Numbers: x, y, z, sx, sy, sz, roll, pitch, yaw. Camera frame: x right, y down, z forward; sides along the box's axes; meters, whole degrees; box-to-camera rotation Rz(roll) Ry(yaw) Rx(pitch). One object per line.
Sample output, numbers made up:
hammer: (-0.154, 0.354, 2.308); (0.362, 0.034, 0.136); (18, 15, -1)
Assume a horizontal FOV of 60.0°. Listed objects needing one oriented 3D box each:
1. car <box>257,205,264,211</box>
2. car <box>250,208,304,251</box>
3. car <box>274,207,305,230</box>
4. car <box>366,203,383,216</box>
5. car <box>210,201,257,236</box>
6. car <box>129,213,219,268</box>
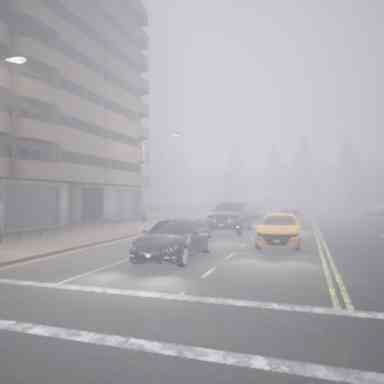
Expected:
car: (6.030, 2.030, 31.785); (1.882, 1.535, 5.008); (-1, -1, 19)
car: (4.204, 1.743, 15.762); (1.882, 1.535, 5.008); (-1, -1, 19)
car: (7.539, 1.964, 25.486); (2.033, 1.411, 5.357); (-1, -1, 19)
car: (22.450, 2.043, 39.388); (4.674, 1.442, 1.812); (0, -1, -34)
car: (2.603, 1.620, 21.899); (2.150, 2.045, 5.566); (-1, -1, 19)
car: (-0.584, 1.758, 12.580); (1.837, 1.490, 4.892); (-1, -1, 19)
